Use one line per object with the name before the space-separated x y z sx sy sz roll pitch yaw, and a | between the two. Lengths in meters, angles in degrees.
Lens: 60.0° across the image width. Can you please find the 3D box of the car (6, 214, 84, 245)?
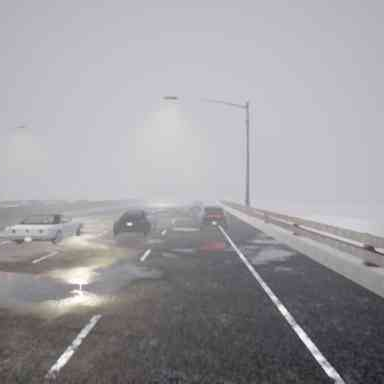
car | -6.815 1.696 16.099 1.895 1.301 4.718 0 0 1

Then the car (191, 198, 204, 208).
car | 0.955 1.871 57.104 2.128 1.511 4.902 0 0 2

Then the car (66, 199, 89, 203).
car | -16.815 1.805 50.364 1.882 1.535 5.008 0 0 2

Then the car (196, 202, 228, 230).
car | 1.377 1.646 22.441 1.837 1.490 4.892 0 0 1

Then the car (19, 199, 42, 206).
car | -23.826 1.800 49.810 1.882 1.535 5.008 0 0 2

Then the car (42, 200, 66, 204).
car | -20.281 1.878 50.947 2.033 1.411 5.357 0 0 2

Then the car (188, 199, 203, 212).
car | 0.565 1.879 43.046 1.895 1.301 4.718 0 0 2

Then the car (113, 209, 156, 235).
car | -3.275 1.683 19.596 1.994 1.385 4.181 0 0 1
